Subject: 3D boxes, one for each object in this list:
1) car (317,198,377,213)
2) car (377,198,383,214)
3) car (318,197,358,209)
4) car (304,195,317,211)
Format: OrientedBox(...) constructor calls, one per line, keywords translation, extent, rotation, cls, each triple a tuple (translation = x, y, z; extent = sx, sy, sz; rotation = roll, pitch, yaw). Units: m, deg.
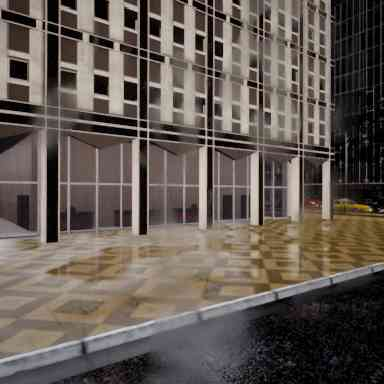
OrientedBox(translation=(15.766, 1.415, 34.004), extent=(1.752, 1.417, 4.829), rotation=(1, 0, -36), cls="car")
OrientedBox(translation=(18.641, 1.411, 34.681), extent=(1.837, 1.490, 4.892), rotation=(0, 0, -36), cls="car")
OrientedBox(translation=(19.225, 1.438, 43.819), extent=(2.008, 1.369, 4.403), rotation=(1, 0, -36), cls="car")
OrientedBox(translation=(12.322, 1.171, 38.729), extent=(2.192, 1.841, 5.009), rotation=(1, 0, -36), cls="car")
